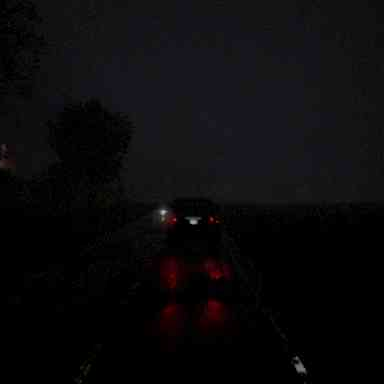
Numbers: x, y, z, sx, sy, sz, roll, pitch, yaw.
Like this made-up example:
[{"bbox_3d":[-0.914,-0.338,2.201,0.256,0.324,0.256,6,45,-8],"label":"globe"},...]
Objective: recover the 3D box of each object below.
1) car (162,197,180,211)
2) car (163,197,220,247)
[{"bbox_3d":[-2.555,1.464,41.693,1.882,1.535,5.008,0,0,0],"label":"car"},{"bbox_3d":[0.068,1.225,15.232,2.150,2.045,5.566,0,0,0],"label":"car"}]
